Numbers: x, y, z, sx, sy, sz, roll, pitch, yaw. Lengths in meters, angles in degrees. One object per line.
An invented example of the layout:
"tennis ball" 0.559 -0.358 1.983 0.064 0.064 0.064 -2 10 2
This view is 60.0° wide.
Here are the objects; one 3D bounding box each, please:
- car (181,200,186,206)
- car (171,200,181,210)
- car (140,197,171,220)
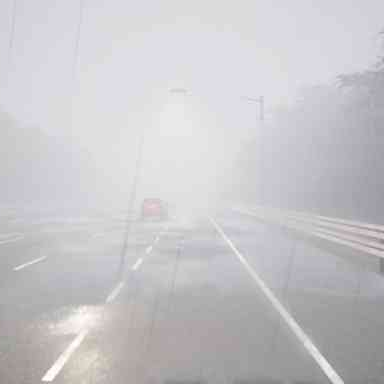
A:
"car" -3.176 2.755 82.477 1.812 1.442 4.674 0 -1 1
"car" -3.363 2.177 55.314 1.882 1.535 5.008 0 -1 0
"car" -3.461 1.510 31.074 2.150 2.045 5.566 0 -1 0
